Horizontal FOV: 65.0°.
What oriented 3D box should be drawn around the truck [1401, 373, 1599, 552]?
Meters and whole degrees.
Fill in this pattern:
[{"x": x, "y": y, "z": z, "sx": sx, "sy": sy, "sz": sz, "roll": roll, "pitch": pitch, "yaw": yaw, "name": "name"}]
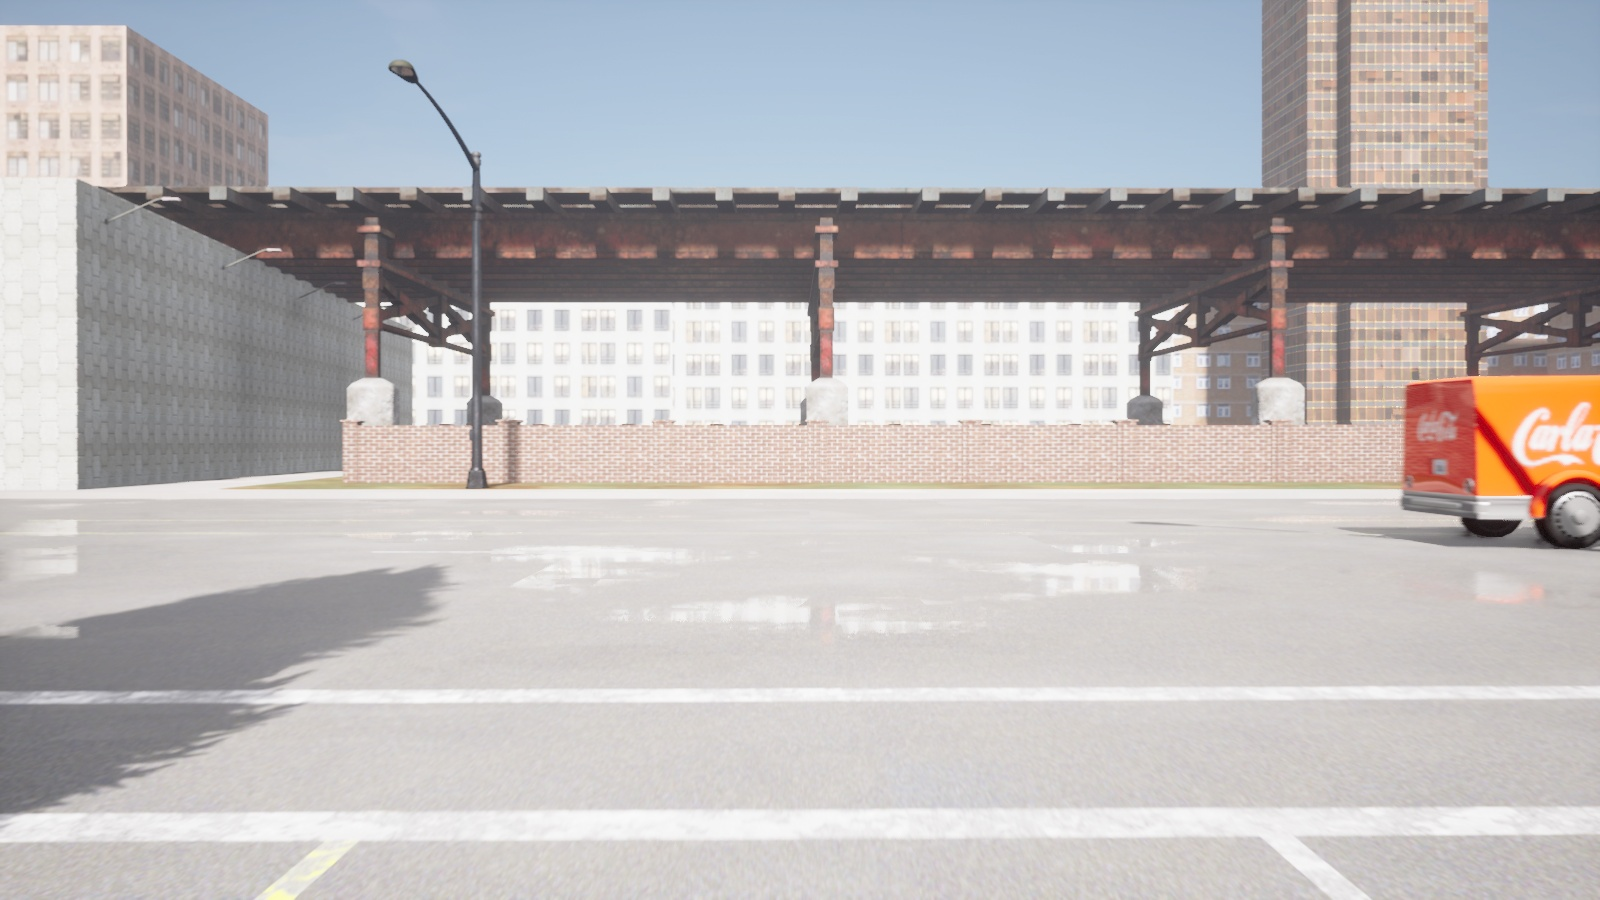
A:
[{"x": 12.097, "y": 0.165, "z": 18.529, "sx": 5.204, "sy": 2.467, "sz": 2.627, "roll": 0, "pitch": 0, "yaw": 1, "name": "truck"}]
